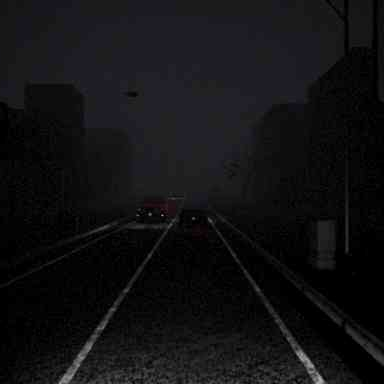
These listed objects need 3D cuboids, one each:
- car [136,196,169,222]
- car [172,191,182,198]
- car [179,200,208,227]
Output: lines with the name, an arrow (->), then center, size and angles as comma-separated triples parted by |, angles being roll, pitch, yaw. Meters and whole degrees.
car -> -3.105, 1.315, 27.276 | 2.150, 2.045, 5.566 | 0, 0, 0
car -> -3.015, 0.468, 69.476 | 2.033, 1.411, 5.357 | 0, 3, 0
car -> 0.095, 1.551, 23.553 | 1.882, 1.535, 5.008 | 0, 0, 0
